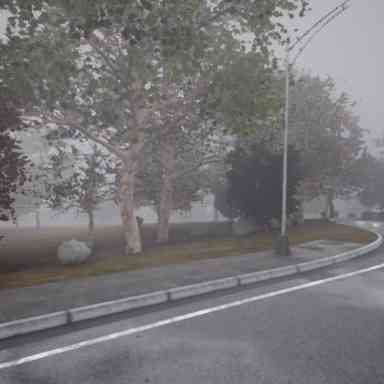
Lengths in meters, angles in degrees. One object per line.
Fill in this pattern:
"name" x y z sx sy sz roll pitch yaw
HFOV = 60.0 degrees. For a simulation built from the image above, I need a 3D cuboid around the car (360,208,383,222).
"car" 21.255 2.587 38.387 5.008 1.535 1.882 3 -2 -40
